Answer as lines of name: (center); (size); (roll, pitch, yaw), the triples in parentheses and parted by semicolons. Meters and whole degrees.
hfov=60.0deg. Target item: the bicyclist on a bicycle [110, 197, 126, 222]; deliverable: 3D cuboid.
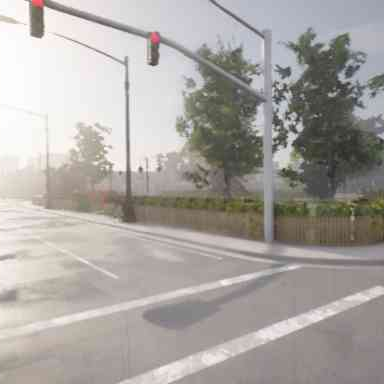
bicyclist on a bicycle: (-4.644, 1.093, 21.466); (1.656, 1.620, 0.582); (-12, -13, -39)
